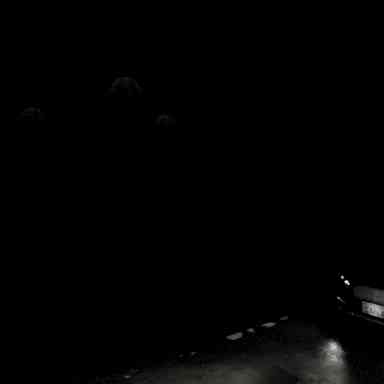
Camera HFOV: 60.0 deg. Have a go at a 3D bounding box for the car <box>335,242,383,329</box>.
[{"bbox_3d":[4.654,1.436,6.258,4.902,1.511,2.128,-1,0,-35],"label":"car"}]
